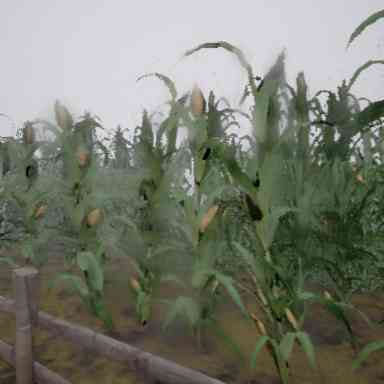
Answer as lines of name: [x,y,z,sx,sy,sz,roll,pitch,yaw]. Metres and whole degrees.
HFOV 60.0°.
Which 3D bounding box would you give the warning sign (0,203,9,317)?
warning sign: [-3.878,1.120,5.345,1.060,1.860,1.300,0,0,35]
